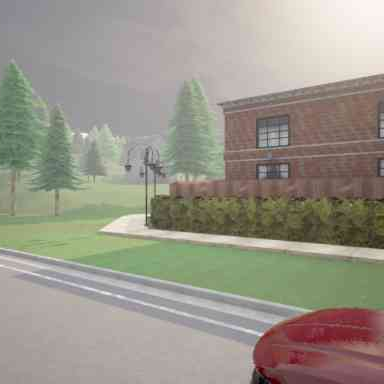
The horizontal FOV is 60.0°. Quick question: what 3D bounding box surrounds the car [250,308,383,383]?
[{"bbox_3d":[2.782,1.477,1.997,5.008,1.535,1.882,0,0,36],"label":"car"}]
